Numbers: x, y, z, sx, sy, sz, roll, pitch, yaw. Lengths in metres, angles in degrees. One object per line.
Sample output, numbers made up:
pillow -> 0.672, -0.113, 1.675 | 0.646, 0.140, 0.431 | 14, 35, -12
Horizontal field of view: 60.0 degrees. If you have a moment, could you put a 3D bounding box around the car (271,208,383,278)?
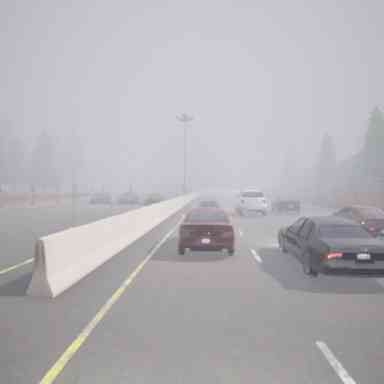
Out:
car -> 3.912, 1.431, 9.812 | 2.033, 1.411, 5.357 | 0, 1, 3

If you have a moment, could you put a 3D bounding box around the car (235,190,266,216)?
car -> 4.933, 0.860, 28.338 | 2.150, 2.045, 5.566 | 0, 1, 3

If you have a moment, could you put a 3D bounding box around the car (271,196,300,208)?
car -> 8.577, 1.100, 30.784 | 1.882, 1.535, 5.008 | 0, 1, 3

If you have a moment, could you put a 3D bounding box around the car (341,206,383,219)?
car -> 7.720, 1.350, 15.366 | 1.812, 1.442, 4.674 | 0, 1, 3

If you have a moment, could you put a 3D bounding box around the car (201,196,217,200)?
car -> 1.550, 1.120, 30.632 | 1.812, 1.442, 4.674 | 0, 1, 3

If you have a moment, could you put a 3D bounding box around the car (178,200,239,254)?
car -> 0.568, 1.308, 12.695 | 1.882, 1.535, 5.008 | 0, 1, 3
